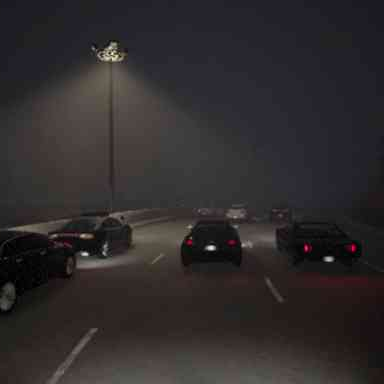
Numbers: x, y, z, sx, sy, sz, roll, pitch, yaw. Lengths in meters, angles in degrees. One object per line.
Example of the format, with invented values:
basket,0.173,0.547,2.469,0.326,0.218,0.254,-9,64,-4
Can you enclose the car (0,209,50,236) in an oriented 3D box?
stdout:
car,-12.120,1.991,22.448,2.033,1.411,5.357,-1,-1,11

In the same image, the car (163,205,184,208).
car,-2.809,1.950,57.404,2.150,2.045,5.566,-1,-1,30

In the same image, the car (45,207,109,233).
car,-8.151,1.898,24.094,2.128,1.511,4.902,-1,-1,12

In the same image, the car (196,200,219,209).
car,2.892,2.186,60.075,1.837,1.490,4.892,-2,-1,32

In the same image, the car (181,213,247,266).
car,0.760,1.700,12.138,1.994,1.385,4.181,-1,-1,5

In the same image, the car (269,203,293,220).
car,7.854,1.734,29.329,2.128,1.511,4.902,-1,-1,17

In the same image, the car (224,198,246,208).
car,7.989,1.977,61.398,2.097,1.767,4.553,-1,-1,35

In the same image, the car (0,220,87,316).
car,-4.390,1.664,7.890,1.837,1.490,4.892,-1,-1,3

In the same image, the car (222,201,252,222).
car,4.169,1.819,29.236,1.812,1.442,4.674,-1,-1,16

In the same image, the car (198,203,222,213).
car,2.066,1.916,34.778,1.812,1.442,4.674,-1,-1,22

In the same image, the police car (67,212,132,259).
police car,-3.898,1.647,13.730,1.930,1.638,5.238,-1,-1,6

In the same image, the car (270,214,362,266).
car,4.189,1.685,11.870,1.895,1.301,4.718,-1,-1,6

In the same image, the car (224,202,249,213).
car,6.025,2.051,44.454,1.895,1.301,4.718,-1,-1,26
